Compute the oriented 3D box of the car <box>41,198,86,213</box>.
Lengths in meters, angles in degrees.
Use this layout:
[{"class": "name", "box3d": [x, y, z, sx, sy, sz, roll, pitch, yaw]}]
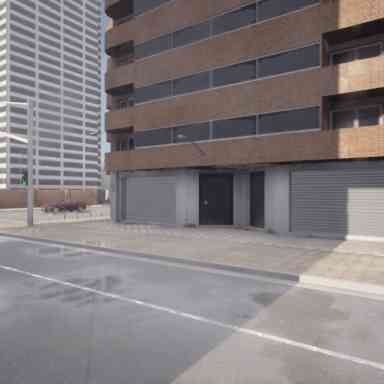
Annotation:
[{"class": "car", "box3d": [-14.136, 1.481, 36.902, 1.882, 1.535, 5.008, 0, 0, 35]}]
